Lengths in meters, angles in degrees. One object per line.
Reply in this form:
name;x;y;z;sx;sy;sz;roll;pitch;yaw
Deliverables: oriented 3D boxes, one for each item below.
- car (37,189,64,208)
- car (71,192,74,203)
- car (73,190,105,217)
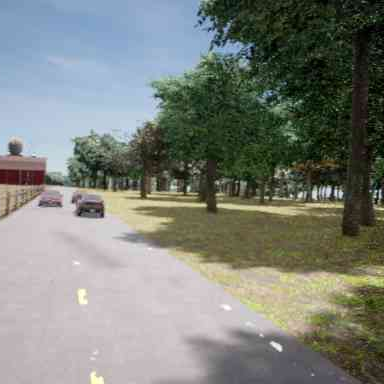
car;-12.340;0.522;29.267;1.812;1.442;4.674;5;0;-21
car;-12.483;0.513;37.427;1.812;1.442;4.674;5;0;-21
car;-7.552;0.929;24.712;1.837;1.490;4.892;5;0;-21
